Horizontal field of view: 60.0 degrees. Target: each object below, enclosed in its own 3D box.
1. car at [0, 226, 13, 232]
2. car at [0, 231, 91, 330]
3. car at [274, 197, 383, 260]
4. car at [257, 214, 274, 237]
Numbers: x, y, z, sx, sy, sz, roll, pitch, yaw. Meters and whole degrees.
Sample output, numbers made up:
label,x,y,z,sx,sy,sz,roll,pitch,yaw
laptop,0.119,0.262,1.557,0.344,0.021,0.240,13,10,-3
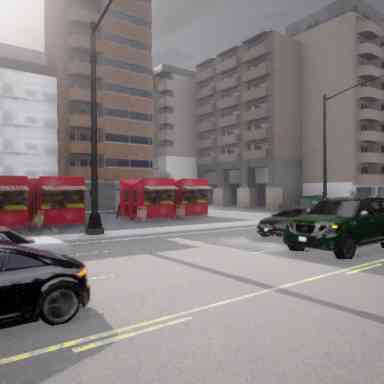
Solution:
label,x,y,z,sx,sy,sz,roll,pitch,yaw
car,-5.744,1.593,8.467,4.718,1.301,1.895,0,0,-37
car,-3.872,1.558,5.487,4.181,1.385,1.994,0,0,-37
car,5.901,1.221,12.795,5.566,2.045,2.150,0,0,-37
car,5.339,1.512,16.742,4.892,1.490,1.837,1,0,-37
